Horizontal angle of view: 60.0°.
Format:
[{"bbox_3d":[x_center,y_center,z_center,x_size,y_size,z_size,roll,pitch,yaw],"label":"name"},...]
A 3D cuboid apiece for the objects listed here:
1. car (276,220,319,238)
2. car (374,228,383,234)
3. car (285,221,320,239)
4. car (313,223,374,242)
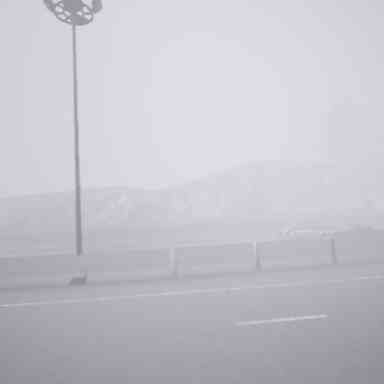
[{"bbox_3d":[10.341,3.502,31.794,4.553,1.767,2.097,-2,-5,-12],"label":"car"},{"bbox_3d":[14.961,2.613,22.068,4.674,1.442,1.812,-2,-5,-13],"label":"car"},{"bbox_3d":[10.814,3.432,28.284,4.718,1.301,1.895,-2,-5,-11],"label":"car"},{"bbox_3d":[12.004,3.090,24.974,4.718,1.301,1.895,-2,-5,-12],"label":"car"}]
